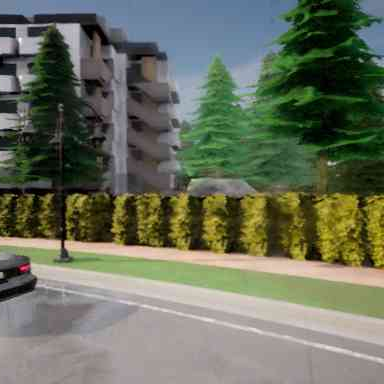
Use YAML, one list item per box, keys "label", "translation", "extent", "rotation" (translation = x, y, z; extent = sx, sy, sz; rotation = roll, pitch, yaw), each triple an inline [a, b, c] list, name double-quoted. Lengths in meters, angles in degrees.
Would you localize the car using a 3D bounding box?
- label: "car"
  translation: [-5.701, 1.540, 6.863]
  extent: [5.357, 1.411, 2.033]
  rotation: [0, 0, 25]
